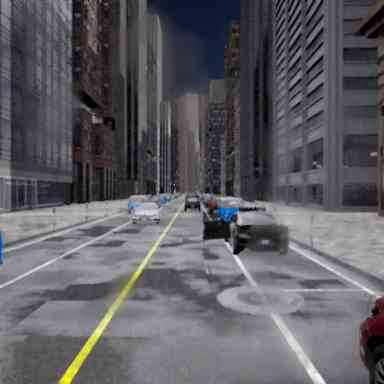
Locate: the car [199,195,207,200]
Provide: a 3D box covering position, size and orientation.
[{"bbox_3d":[2.770,1.407,85.742,1.752,1.417,4.829,0,0,0],"label":"car"}]

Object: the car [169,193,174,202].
[{"bbox_3d":[-5.755,1.335,74.347,1.967,1.590,4.097,0,0,0],"label":"car"}]

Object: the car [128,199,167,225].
[{"bbox_3d":[-3.097,1.488,24.005,1.812,1.442,4.674,0,0,0],"label":"car"}]

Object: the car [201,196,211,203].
[{"bbox_3d":[2.769,1.447,68.744,1.887,1.381,4.507,0,0,0],"label":"car"}]

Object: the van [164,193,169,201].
[{"bbox_3d":[-5.756,1.250,63.127,1.690,1.788,3.998,0,0,0],"label":"van"}]

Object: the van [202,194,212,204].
[{"bbox_3d":[2.769,1.250,63.135,1.690,1.788,3.998,0,0,0],"label":"van"}]

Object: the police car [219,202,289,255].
[{"bbox_3d":[2.368,1.404,13.324,1.930,1.638,5.238,0,0,0],"label":"police car"}]

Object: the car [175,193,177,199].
[{"bbox_3d":[-5.754,1.404,91.004,1.752,1.417,4.829,0,0,0],"label":"car"}]

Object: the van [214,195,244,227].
[{"bbox_3d":[2.765,1.304,23.871,1.690,1.788,3.998,0,0,0],"label":"van"}]

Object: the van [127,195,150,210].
[{"bbox_3d":[-5.759,1.288,35.080,1.690,1.788,3.998,0,0,0],"label":"van"}]

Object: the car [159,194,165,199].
[{"bbox_3d":[-5.757,1.475,51.908,2.008,1.369,4.403,0,0,0],"label":"car"}]

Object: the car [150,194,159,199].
[{"bbox_3d":[-5.758,1.254,40.689,2.192,1.841,5.009,0,0,0],"label":"car"}]

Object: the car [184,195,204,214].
[{"bbox_3d":[0.072,1.418,39.795,1.882,1.535,5.008,0,0,0],"label":"car"}]

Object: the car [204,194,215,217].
[{"bbox_3d":[2.766,1.261,35.089,2.192,1.841,5.009,0,0,0],"label":"car"}]

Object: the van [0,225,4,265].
[{"bbox_3d":[-5.761,1.330,7.032,1.690,1.788,3.998,0,0,0],"label":"van"}]

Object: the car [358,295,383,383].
[{"bbox_3d":[2.763,1.312,1.434,2.192,1.841,5.009,0,0,0],"label":"car"}]

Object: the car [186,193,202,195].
[{"bbox_3d":[0.004,1.147,50.789,2.150,2.045,5.566,0,0,0],"label":"car"}]

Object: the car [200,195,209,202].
[{"bbox_3d":[2.770,1.461,74.354,1.947,1.339,4.313,0,0,0],"label":"car"}]

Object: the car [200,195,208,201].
[{"bbox_3d":[2.770,1.413,80.133,1.752,1.417,4.829,0,0,0],"label":"car"}]
